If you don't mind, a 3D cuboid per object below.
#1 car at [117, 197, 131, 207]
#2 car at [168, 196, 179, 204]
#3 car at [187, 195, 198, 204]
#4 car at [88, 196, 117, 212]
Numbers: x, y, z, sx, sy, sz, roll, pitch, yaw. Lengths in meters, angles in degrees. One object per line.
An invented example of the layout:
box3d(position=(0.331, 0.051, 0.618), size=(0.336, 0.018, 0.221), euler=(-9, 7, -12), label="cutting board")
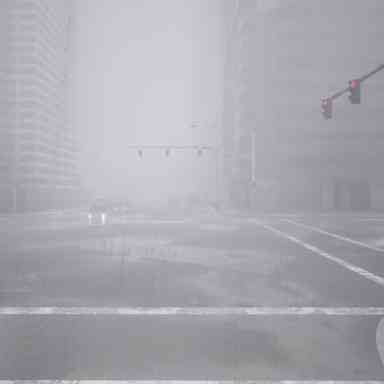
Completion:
box3d(position=(-10.608, 1.526, 50.923), size=(1.812, 1.442, 4.674), euler=(0, 0, 0), label="car")
box3d(position=(-3.529, 1.492, 63.182), size=(2.128, 1.511, 4.902), euler=(0, 0, 0), label="car")
box3d(position=(0.074, 1.352, 63.510), size=(2.097, 1.767, 4.553), euler=(0, 0, 0), label="car")
box3d(position=(-10.617, 1.505, 39.384), size=(1.837, 1.490, 4.892), euler=(0, 0, 0), label="car")
